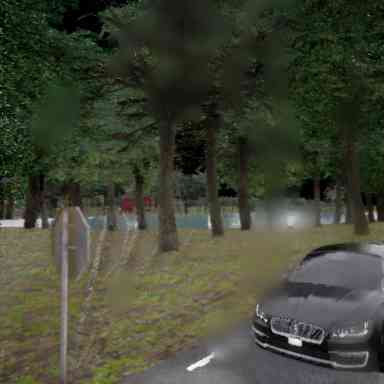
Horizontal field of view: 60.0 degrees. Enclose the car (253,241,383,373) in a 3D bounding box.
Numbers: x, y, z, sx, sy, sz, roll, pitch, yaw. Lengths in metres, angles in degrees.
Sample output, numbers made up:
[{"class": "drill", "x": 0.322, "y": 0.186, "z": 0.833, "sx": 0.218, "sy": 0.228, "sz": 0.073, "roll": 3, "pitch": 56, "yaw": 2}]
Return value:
[{"class": "car", "x": 2.966, "y": 1.782, "z": 6.228, "sx": 1.837, "sy": 1.490, "sz": 4.892, "roll": -5, "pitch": -4, "yaw": 41}]
